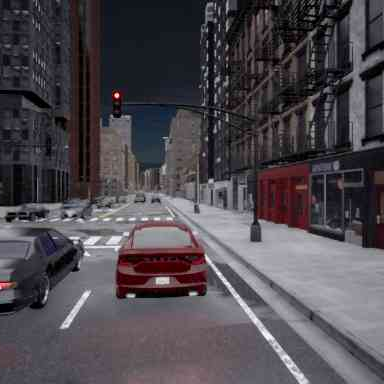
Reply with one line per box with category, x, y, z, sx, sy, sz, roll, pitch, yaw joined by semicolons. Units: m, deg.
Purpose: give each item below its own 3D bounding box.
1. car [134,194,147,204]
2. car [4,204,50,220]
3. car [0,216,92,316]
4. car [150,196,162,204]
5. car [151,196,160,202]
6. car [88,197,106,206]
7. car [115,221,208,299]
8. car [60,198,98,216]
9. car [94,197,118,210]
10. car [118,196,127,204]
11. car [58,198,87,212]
car;-10.410;1.628;65.946;1.895;1.301;4.718;0;0;-6
car;-12.666;1.607;25.797;1.895;1.301;4.718;0;0;-6
car;-3.901;1.547;7.702;2.033;1.411;5.357;0;0;-6
car;-7.052;1.532;65.168;1.837;1.490;4.892;0;0;-6
car;-8.304;1.571;75.471;2.033;1.411;5.357;0;0;-6
car;-16.091;1.570;56.654;2.033;1.411;5.357;0;0;-6
car;-0.794;1.477;8.568;1.882;1.535;5.008;0;0;-6
car;-9.647;1.499;28.054;2.128;1.511;4.902;0;0;-6
car;-11.455;1.523;44.249;1.837;1.490;4.892;0;-1;-6
car;-13.538;1.532;63.375;1.837;1.490;4.892;0;0;-6
car;-14.231;1.506;39.825;2.128;1.511;4.902;0;0;-6
